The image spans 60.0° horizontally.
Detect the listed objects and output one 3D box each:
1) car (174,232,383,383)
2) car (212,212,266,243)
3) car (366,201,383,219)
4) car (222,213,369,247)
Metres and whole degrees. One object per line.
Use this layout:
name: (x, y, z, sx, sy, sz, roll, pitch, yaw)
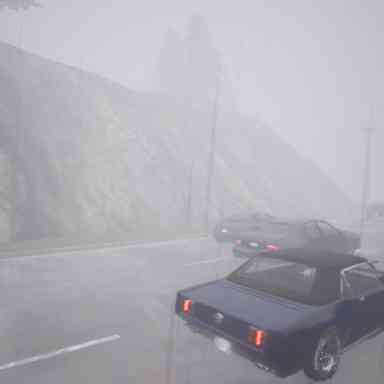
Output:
car: (2.136, 1.618, 5.489, 4.718, 1.301, 1.895, 0, 0, -38)
car: (2.878, 1.604, 15.206, 4.181, 1.385, 1.994, 0, 0, -41)
car: (16.798, 1.609, 29.302, 1.837, 1.490, 4.892, 0, 0, 41)
car: (3.703, 1.581, 11.233, 5.357, 1.411, 2.033, 0, 0, -40)
